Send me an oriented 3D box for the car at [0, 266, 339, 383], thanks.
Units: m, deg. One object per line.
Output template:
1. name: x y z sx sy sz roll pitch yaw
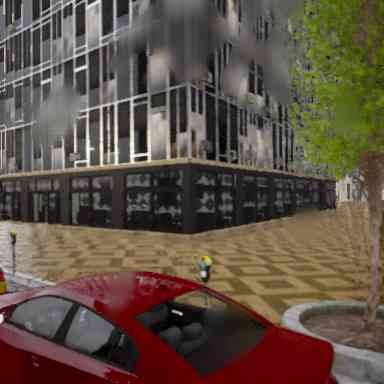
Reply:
1. car: -0.887 1.529 3.486 4.507 1.381 1.887 0 -1 36
